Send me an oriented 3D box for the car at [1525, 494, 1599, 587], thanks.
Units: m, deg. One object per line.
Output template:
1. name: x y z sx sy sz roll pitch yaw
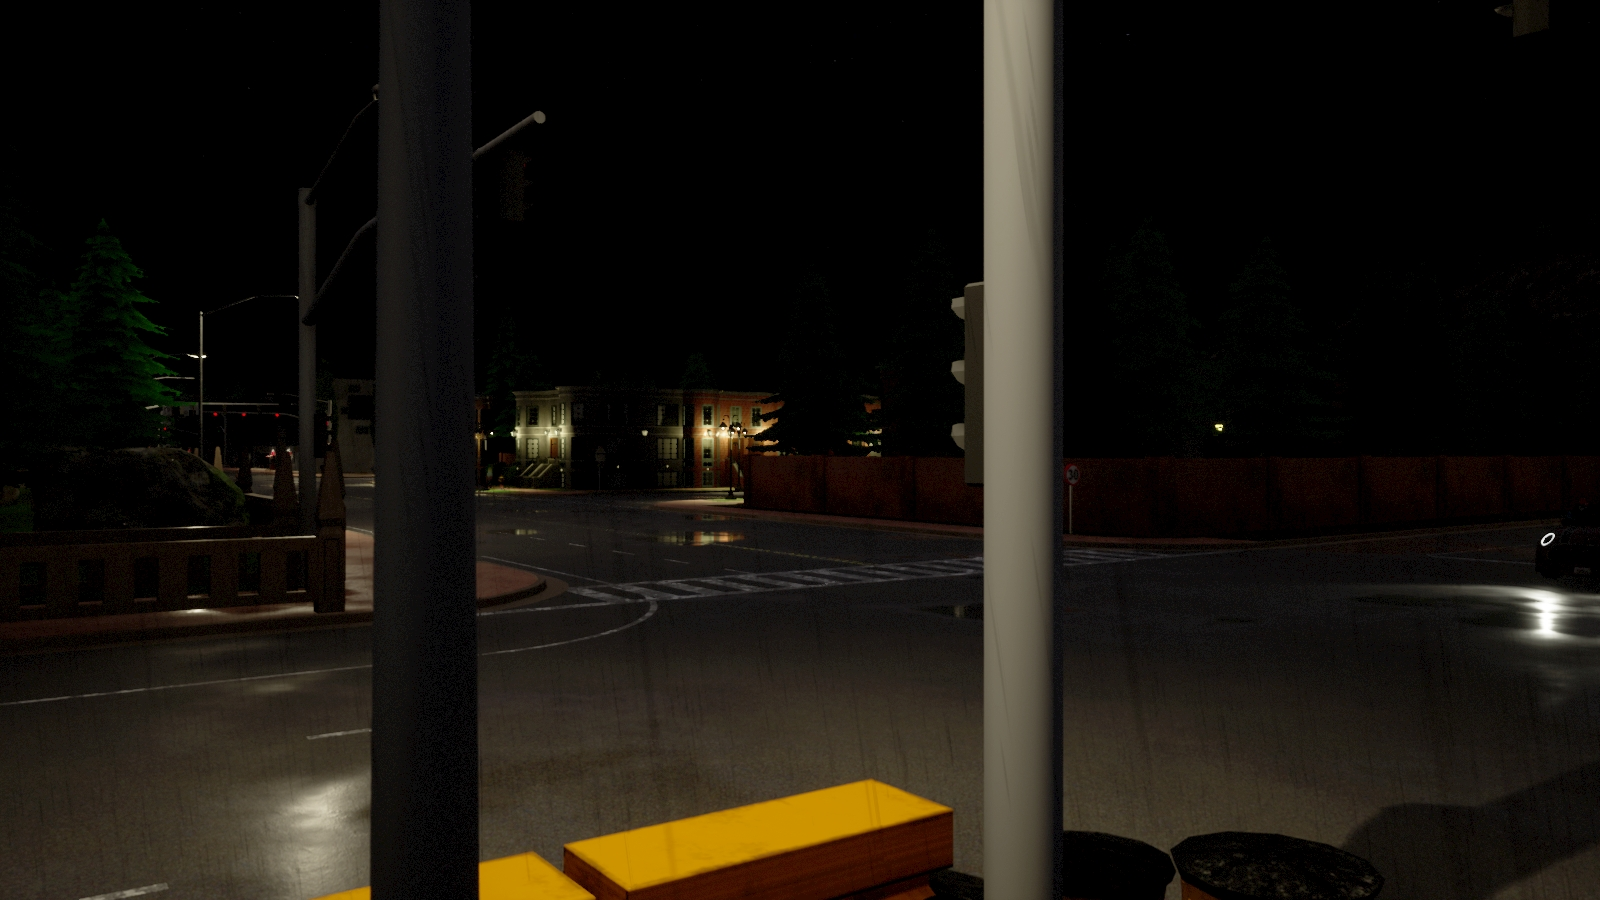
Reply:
1. car: 17.992 1.912 24.931 4.553 1.767 2.097 0 0 -35
